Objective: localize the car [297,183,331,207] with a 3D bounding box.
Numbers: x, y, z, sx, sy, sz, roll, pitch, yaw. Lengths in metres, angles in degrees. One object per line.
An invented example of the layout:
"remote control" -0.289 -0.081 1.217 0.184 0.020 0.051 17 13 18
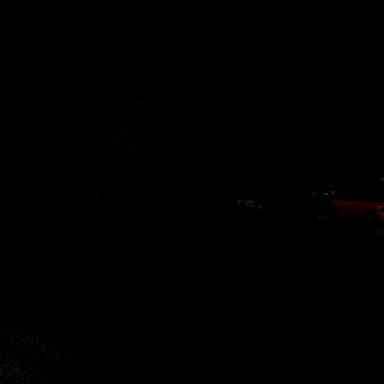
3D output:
"car" 10.546 0.161 29.852 2.150 2.045 5.566 -1 2 -9

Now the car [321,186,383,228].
"car" 8.990 0.713 17.140 2.097 1.767 4.553 -1 2 -9

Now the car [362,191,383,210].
"car" 14.930 0.674 24.479 1.895 1.301 4.718 -1 2 -9
